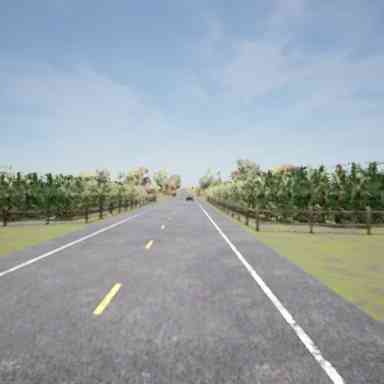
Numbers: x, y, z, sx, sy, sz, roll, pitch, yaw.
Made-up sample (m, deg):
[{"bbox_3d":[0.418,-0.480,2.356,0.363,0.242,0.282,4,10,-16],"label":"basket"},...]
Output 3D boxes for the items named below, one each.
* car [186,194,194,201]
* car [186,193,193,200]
[{"bbox_3d":[-0.585,1.556,84.260,1.837,1.490,4.892,0,0,0],"label":"car"},{"bbox_3d":[-0.657,1.281,94.266,2.097,1.767,4.553,0,0,0],"label":"car"}]
